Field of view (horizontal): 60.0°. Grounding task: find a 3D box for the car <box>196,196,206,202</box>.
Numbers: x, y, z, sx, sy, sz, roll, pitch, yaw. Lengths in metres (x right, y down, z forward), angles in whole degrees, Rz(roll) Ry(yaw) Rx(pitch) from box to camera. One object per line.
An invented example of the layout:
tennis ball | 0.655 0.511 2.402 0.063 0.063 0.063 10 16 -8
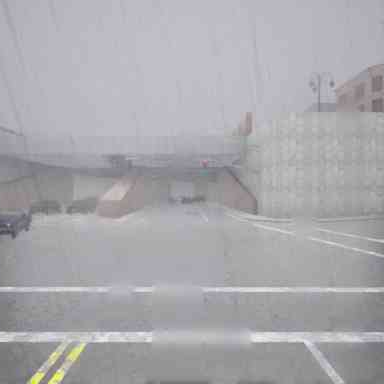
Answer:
car | 1.530 1.524 74.797 1.812 1.442 4.674 0 0 28

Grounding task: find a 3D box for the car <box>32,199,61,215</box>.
car | -14.831 1.505 33.825 1.837 1.490 4.892 0 0 -1

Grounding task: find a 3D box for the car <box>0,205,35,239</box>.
car | -9.765 1.601 17.294 1.895 1.301 4.718 0 0 -16

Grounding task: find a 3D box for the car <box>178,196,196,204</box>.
car | -0.983 1.547 64.811 2.033 1.411 5.357 0 0 4

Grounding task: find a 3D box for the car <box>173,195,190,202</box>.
car | -2.338 1.524 74.669 1.812 1.442 4.674 0 0 24

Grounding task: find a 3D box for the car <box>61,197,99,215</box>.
car | -11.335 1.503 34.027 1.837 1.490 4.892 0 1 -1

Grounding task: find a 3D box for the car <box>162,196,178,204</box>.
car | -4.513 1.547 64.312 2.033 1.411 5.357 0 0 5
